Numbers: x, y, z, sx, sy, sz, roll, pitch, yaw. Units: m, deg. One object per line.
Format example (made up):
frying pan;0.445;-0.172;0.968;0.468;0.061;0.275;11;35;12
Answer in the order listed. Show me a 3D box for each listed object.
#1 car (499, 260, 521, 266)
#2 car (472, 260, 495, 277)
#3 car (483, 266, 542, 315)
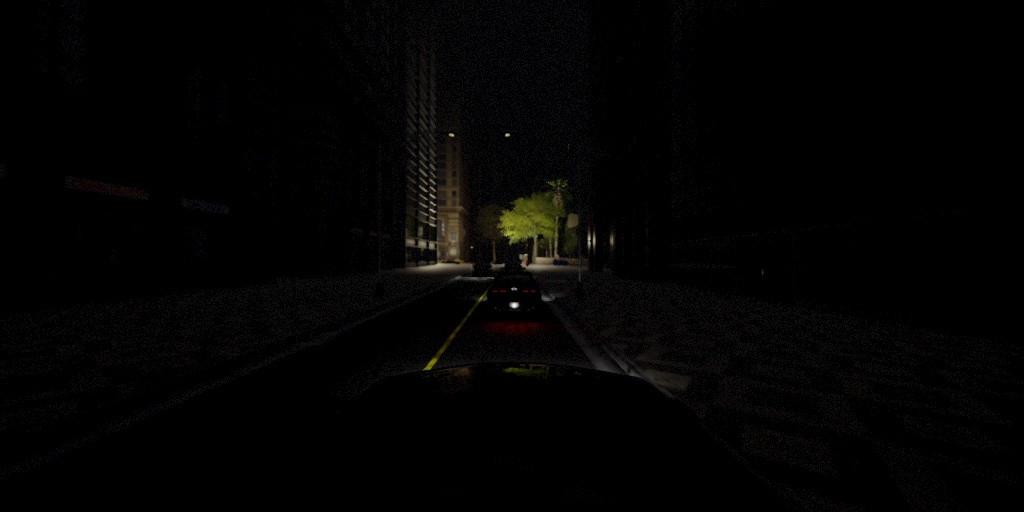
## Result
car;0.084;1.342;29.513;1.837;1.490;4.892;0;0;0
car;-3.098;1.344;37.855;1.882;1.535;5.008;0;0;0
car;0.083;1.292;13.721;1.837;1.490;4.892;0;0;0
